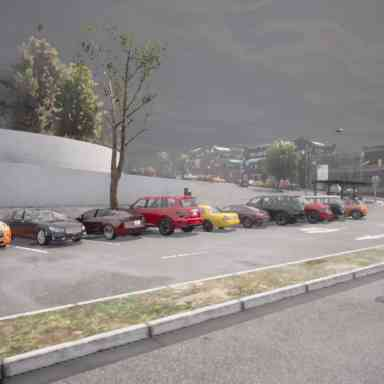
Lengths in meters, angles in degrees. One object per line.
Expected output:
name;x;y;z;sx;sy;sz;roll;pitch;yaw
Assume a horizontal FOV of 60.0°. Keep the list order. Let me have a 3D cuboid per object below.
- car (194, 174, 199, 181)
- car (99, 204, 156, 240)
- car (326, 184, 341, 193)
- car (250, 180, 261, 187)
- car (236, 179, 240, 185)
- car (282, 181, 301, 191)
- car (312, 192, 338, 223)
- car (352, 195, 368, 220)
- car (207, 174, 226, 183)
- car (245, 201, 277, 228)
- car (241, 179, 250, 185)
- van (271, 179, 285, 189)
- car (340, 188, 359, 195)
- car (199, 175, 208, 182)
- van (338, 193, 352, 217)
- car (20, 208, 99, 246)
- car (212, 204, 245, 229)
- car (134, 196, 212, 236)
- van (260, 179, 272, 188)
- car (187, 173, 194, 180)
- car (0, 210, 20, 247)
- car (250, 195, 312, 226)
car;3.344;-3.848;92.043;2.185;1.767;4.553;6;3;34
car;-4.503;1.526;17.024;4.792;1.488;2.163;-1;-1;35
car;25.948;-0.424;60.078;2.435;2.045;5.566;7;3;35
car;15.672;-1.810;75.027;1.946;1.575;5.366;7;3;35
car;12.097;-2.315;79.809;2.002;1.452;4.674;7;3;35
car;20.736;-0.990;67.463;2.231;1.521;4.892;7;3;35
car;7.807;1.269;25.689;5.566;2.045;2.435;-1;-1;35
car;12.754;1.405;29.110;4.553;1.767;2.185;-1;-1;35
car;6.990;-3.174;87.318;1.946;1.575;5.366;7;3;34
car;2.867;1.550;22.226;4.674;1.452;2.002;-1;-1;35
car;13.840;-2.041;77.347;2.002;1.452;4.674;7;4;35
van;18.976;-1.489;69.825;1.878;1.987;4.442;7;4;35
car;27.639;0.138;57.606;2.002;1.452;4.674;7;3;35
car;5.139;-3.696;89.577;2.435;2.045;5.566;7;3;34
van;10.346;1.298;27.360;4.442;1.987;1.878;-1;-1;35
car;-6.923;1.495;15.278;4.892;1.521;2.231;-1;-1;35
car;0.261;1.504;20.598;5.366;1.575;1.946;-1;-1;35
car;-2.058;1.249;18.770;5.566;2.045;2.435;-1;-1;35
van;17.247;-1.762;72.296;1.878;1.987;4.442;7;4;35
car;1.614;-4.083;94.513;2.185;1.767;4.553;4;1;33
car;-9.389;1.367;13.551;4.553;1.767;2.185;-1;-1;34
car;5.294;1.264;23.984;5.566;2.045;2.435;-1;-1;35
